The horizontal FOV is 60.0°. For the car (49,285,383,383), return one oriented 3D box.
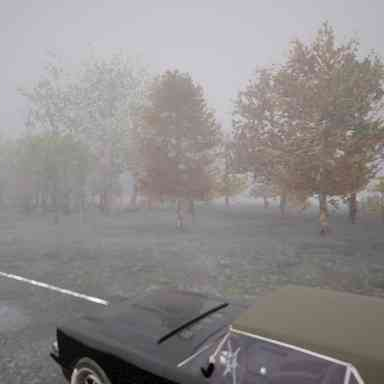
[{"bbox_3d":[0.797,1.599,2.996,4.718,1.301,1.895,0,0,35],"label":"car"}]
